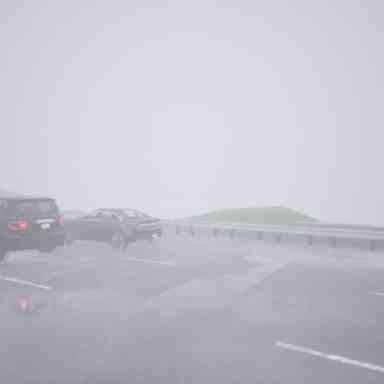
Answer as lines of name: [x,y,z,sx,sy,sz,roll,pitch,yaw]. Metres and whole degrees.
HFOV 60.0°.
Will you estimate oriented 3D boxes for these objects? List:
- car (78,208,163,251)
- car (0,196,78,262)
car: [-3.505,1.422,13.805,4.902,1.511,2.128,0,0,29]
car: [-6.933,1.151,11.733,5.566,2.045,2.150,0,0,29]
